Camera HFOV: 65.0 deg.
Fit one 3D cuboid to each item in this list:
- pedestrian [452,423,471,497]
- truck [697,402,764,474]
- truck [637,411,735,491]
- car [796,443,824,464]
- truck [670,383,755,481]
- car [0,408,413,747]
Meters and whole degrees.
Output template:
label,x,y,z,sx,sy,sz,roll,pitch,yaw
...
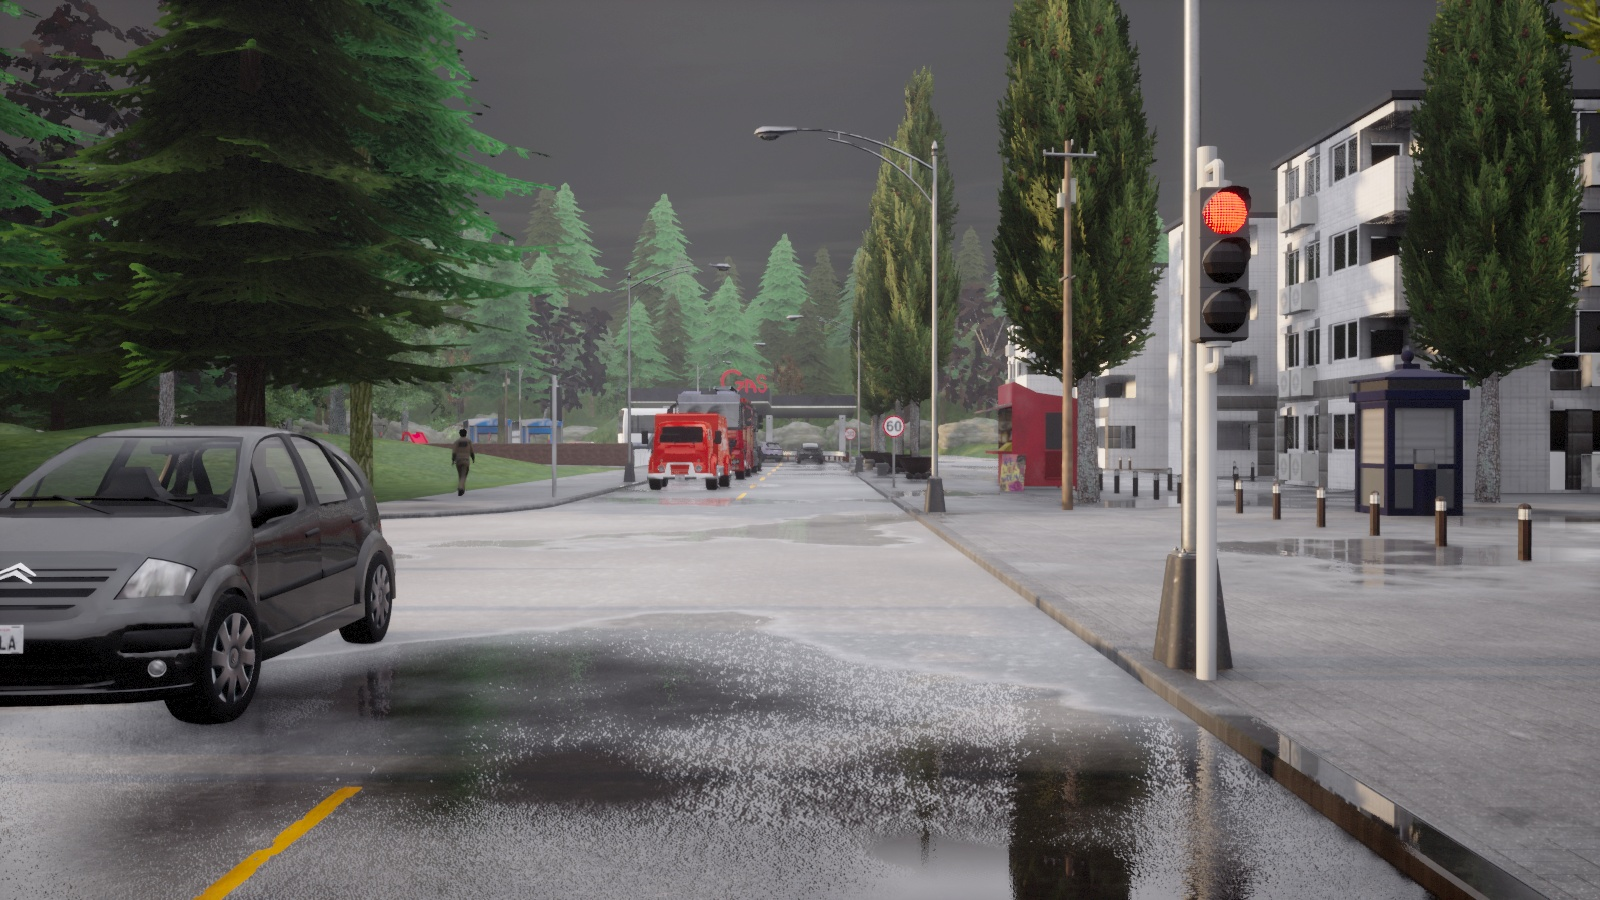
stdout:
label,x,y,z,sx,sy,sz,roll,pitch,yaw
pedestrian,-8.918,0.262,33.077,0.396,1.930,0.692,0,0,-7
truck,-3.469,-0.603,64.590,2.891,3.462,7.936,0,0,1
truck,-3.652,0.024,41.332,2.627,2.467,5.204,0,0,1
car,0.685,0.237,91.273,1.837,1.490,4.892,0,0,-2
truck,-3.575,-0.721,53.228,2.891,3.827,8.468,0,0,1
car,-3.923,0.596,7.976,1.851,1.617,3.988,0,0,-2
